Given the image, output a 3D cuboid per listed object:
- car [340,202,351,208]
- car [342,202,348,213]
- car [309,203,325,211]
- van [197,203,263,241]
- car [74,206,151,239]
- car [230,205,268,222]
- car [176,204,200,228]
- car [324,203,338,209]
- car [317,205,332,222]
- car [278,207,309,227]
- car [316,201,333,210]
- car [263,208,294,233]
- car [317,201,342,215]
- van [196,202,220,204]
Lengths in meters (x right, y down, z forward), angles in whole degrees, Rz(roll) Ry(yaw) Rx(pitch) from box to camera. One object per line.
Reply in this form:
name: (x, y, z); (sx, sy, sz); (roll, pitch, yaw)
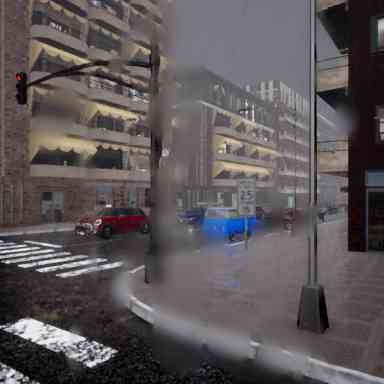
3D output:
car: (40.159, 3.376, 86.706); (1.752, 1.417, 4.829); (-1, -2, 35)
car: (25.971, 2.723, 56.754); (1.837, 1.490, 4.892); (0, -1, 36)
car: (24.199, 2.890, 64.272); (1.802, 1.307, 4.206); (-1, -2, 35)
van: (2.267, 1.704, 18.762); (1.690, 1.788, 3.998); (-1, -2, 35)
car: (-4.511, 1.639, 19.385); (2.097, 1.767, 4.553); (0, -1, 35)
car: (5.953, 2.140, 34.124); (1.837, 1.490, 4.892); (0, -1, 36)
car: (0.629, 1.985, 26.648); (1.812, 1.442, 4.674); (0, -1, 36)
car: (30.622, 3.064, 73.301); (1.887, 1.381, 4.507); (-1, -2, 35)
car: (11.763, 2.233, 32.396); (2.008, 1.369, 4.403); (-1, -2, 35)
car: (8.552, 2.158, 27.881); (1.802, 1.307, 4.206); (-1, -2, 35)
car: (27.409, 2.729, 68.792); (2.192, 1.841, 5.009); (-1, -2, 35)
car: (5.341, 2.035, 23.368); (1.947, 1.339, 4.313); (-1, -2, 35)
car: (19.322, 2.488, 47.401); (2.128, 1.511, 4.902); (0, -1, 35)
van: (1.719, 1.903, 32.684); (1.690, 1.788, 3.998); (-1, -2, 35)
